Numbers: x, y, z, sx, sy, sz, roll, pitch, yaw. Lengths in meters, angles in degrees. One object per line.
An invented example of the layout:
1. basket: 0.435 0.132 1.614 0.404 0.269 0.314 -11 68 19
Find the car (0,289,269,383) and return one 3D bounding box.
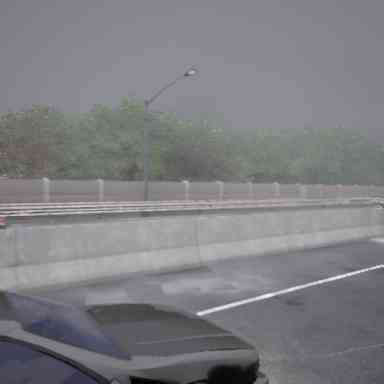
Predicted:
1. car: -1.867 1.544 2.412 5.357 1.411 2.033 0 0 -36

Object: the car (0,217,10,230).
1. car: -10.254 1.510 13.867 4.674 1.442 1.812 0 0 -36

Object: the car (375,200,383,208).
1. car: 25.687 1.524 42.687 5.357 1.411 2.033 0 0 -33
